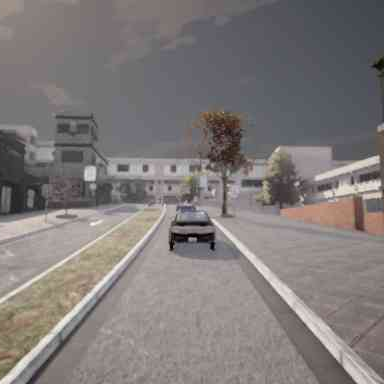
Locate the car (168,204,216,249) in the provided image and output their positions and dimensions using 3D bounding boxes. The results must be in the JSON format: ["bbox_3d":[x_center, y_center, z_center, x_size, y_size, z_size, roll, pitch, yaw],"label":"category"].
[{"bbox_3d":[-0.024,1.505,14.497,2.128,1.511,4.902,0,0,-1],"label":"car"}]

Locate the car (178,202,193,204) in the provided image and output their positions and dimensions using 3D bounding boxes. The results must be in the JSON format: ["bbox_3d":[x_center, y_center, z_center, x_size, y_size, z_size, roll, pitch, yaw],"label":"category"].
[{"bbox_3d":[-0.671,1.626,32.474,1.895,1.301,4.718,0,0,-3],"label":"car"}]
